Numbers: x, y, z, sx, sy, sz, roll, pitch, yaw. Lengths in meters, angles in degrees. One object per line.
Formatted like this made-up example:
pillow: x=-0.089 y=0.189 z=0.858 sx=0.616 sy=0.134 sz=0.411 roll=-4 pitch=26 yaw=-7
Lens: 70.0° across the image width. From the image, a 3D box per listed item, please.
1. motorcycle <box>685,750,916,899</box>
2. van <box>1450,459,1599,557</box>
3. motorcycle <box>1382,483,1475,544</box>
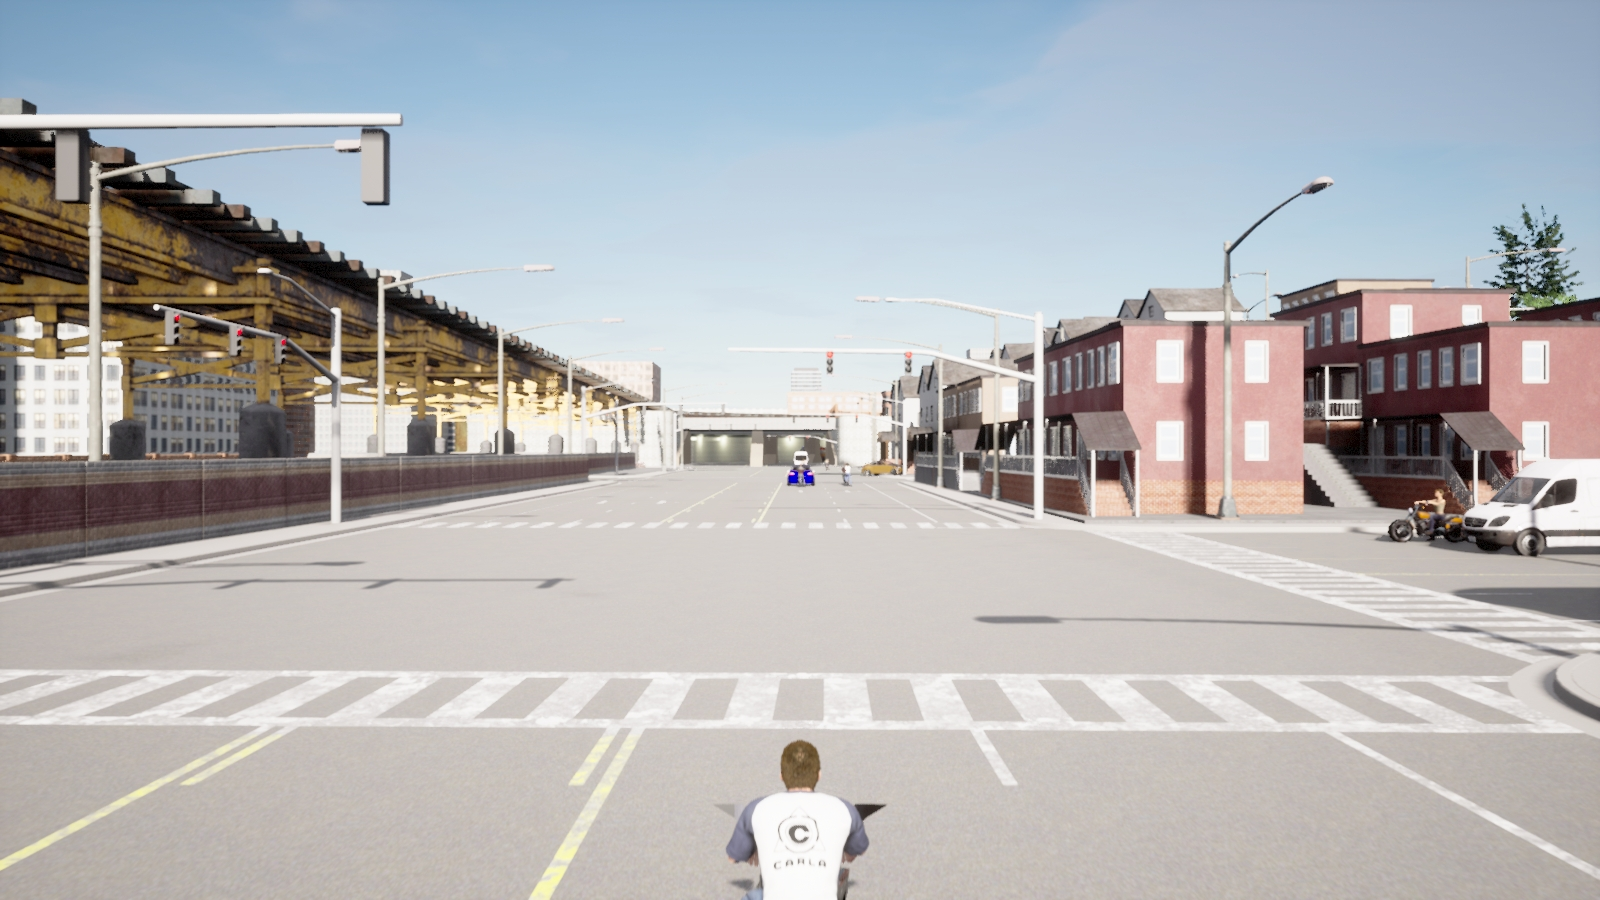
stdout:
motorcycle: x=0.002 y=2.173 z=4.918 sx=0.803 sy=1.224 sz=2.033 roll=0 pitch=0 yaw=0
van: x=21.101 y=1.530 z=30.903 sx=5.915 sy=2.561 sz=1.988 roll=0 pitch=0 yaw=0
motorcycle: x=18.914 y=1.902 z=34.407 sx=2.356 sy=1.802 sz=0.764 roll=0 pitch=0 yaw=0
